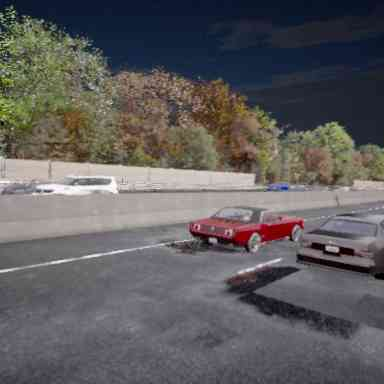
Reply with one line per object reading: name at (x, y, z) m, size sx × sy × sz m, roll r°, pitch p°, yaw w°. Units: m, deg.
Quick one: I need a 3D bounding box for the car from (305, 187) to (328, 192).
car at (20.277, -0.064, 52.628) m, size 1.837 × 1.490 × 4.892 m, roll 5°, pitch 4°, yaw 42°

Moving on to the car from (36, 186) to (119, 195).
car at (-5.779, 0.505, 18.561) m, size 1.895 × 1.301 × 4.718 m, roll 5°, pitch 3°, yaw 42°

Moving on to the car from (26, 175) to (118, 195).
car at (-7.426, -0.095, 21.914) m, size 2.150 × 2.045 × 5.566 m, roll 5°, pitch 4°, yaw 42°

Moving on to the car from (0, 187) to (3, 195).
car at (-12.572, -0.247, 26.661) m, size 2.128 × 1.511 × 4.902 m, roll 5°, pitch 3°, yaw 42°

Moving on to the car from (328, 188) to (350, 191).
car at (22.675, 0.170, 50.074) m, size 1.812 × 1.442 × 4.674 m, roll 5°, pitch 4°, yaw 42°

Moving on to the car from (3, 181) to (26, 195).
car at (-10.218, 0.022, 24.065) m, size 2.033 × 1.411 × 5.357 m, roll 5°, pitch 3°, yaw 42°

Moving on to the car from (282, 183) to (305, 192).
car at (17.403, -0.227, 54.637) m, size 2.033 × 1.411 × 5.357 m, roll 5°, pitch 3°, yaw 42°

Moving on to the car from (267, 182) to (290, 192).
car at (15.118, -0.755, 57.297) m, size 2.150 × 2.045 × 5.566 m, roll 5°, pitch 4°, yaw 42°

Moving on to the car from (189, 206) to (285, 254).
car at (2.130, 1.144, 11.543) m, size 1.895 × 1.301 × 4.718 m, roll 5°, pitch 3°, yaw 42°

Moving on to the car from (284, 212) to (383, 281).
car at (4.805, 1.301, 9.289) m, size 2.033 × 1.411 × 5.357 m, roll 5°, pitch 3°, yaw 42°
